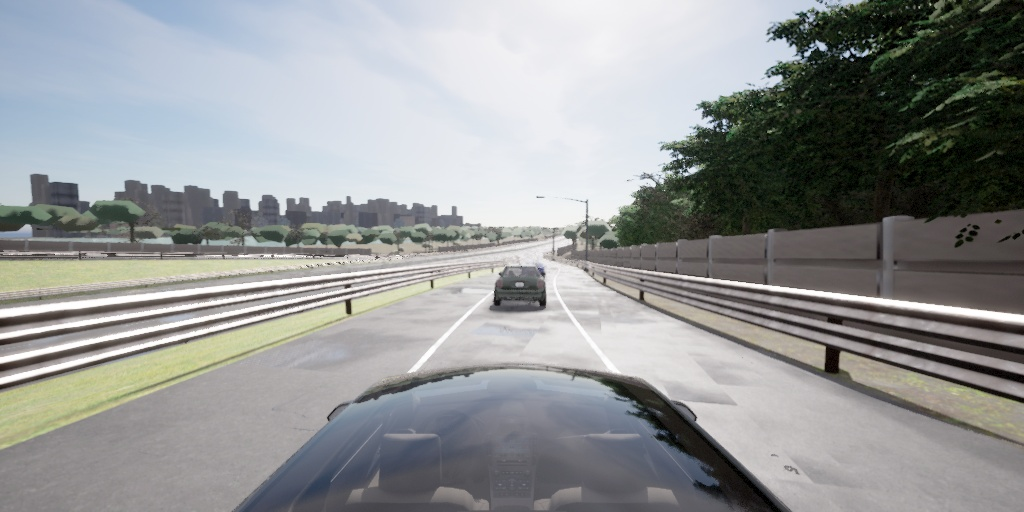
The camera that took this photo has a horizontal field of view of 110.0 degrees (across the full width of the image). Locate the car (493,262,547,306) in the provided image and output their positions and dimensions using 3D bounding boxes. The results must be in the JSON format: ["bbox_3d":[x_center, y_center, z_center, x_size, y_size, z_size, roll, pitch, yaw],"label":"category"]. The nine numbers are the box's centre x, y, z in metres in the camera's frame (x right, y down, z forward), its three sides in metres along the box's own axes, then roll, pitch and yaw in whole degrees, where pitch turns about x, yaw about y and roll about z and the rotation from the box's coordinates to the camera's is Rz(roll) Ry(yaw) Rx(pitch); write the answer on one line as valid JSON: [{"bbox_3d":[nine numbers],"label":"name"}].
[{"bbox_3d":[0.428,1.115,15.861,2.097,1.767,4.553,0,0,4],"label":"car"}]

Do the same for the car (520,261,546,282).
[{"bbox_3d":[1.877,1.239,30.733,1.882,1.535,5.008,1,0,8],"label":"car"}]
